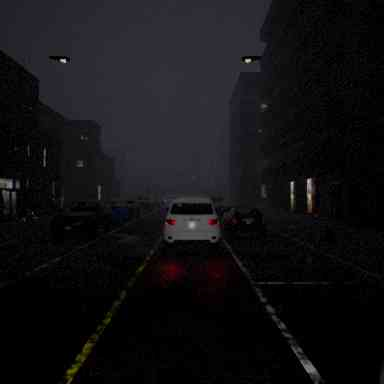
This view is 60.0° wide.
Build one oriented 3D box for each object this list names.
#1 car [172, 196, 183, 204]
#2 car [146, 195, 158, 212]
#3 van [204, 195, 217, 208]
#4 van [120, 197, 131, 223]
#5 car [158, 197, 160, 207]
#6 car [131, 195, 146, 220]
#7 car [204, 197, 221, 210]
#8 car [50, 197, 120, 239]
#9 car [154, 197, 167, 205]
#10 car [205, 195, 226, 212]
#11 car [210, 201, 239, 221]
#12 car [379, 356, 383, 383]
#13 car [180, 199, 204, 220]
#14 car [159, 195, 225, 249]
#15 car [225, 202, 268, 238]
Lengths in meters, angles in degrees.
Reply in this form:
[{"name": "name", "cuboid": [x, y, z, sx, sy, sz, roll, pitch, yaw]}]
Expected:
[{"name": "car", "cuboid": [-3.000, 1.615, 68.660, 1.994, 1.385, 4.181, 0, 0, 0]}, {"name": "car", "cuboid": [-5.672, 1.324, 39.348, 2.192, 1.841, 5.009, 1, 0, 0]}, {"name": "van", "cuboid": [2.708, 1.352, 50.155, 1.690, 1.788, 3.998, 1, 0, 0]}, {"name": "van", "cuboid": [-5.672, 1.346, 23.126, 1.690, 1.788, 3.998, 1, 0, 0]}, {"name": "car", "cuboid": [-5.674, 1.451, 50.163, 1.967, 1.590, 4.097, 1, 0, 0]}, {"name": "car", "cuboid": [-5.671, 1.322, 28.533, 2.192, 1.841, 5.009, 1, 0, 0]}, {"name": "car", "cuboid": [2.706, 1.450, 44.748, 1.967, 1.590, 4.097, 1, 0, 0]}, {"name": "car", "cuboid": [-5.671, 1.319, 17.719, 2.192, 1.841, 5.009, 1, 0, 0]}, {"name": "car", "cuboid": [-5.677, 1.563, 60.976, 2.008, 1.369, 4.403, 1, 0, 0]}, {"name": "car", "cuboid": [2.708, 1.324, 39.341, 2.192, 1.841, 5.009, 1, 0, 0]}, {"name": "car", "cuboid": [2.704, 1.557, 28.526, 2.008, 1.369, 4.403, 1, 0, 0]}, {"name": "car", "cuboid": [2.706, 1.438, 1.490, 1.967, 1.590, 4.097, 1, 0, 0]}, {"name": "car", "cuboid": [0.000, 1.492, 29.655, 1.882, 1.535, 5.008, 0, 0, 0]}, {"name": "car", "cuboid": [0.000, 1.261, 14.683, 2.150, 2.045, 5.566, 0, 0, 0]}, {"name": "car", "cuboid": [2.706, 1.444, 17.712, 1.967, 1.590, 4.097, 1, 0, 0]}]
